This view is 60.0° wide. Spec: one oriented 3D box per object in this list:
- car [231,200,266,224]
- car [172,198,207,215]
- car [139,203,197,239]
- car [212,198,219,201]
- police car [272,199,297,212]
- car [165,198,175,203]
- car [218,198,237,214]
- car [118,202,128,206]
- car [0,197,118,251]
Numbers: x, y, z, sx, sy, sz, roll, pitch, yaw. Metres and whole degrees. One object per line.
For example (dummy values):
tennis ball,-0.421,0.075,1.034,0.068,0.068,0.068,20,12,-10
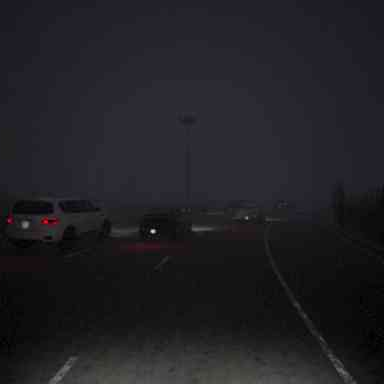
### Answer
car,4.548,1.585,25.441,1.812,1.442,4.674,0,0,18
car,0.079,1.619,33.547,1.812,1.442,4.674,0,0,22
car,-1.267,1.535,17.518,1.837,1.490,4.892,0,0,12
car,4.988,1.865,62.770,1.994,1.385,4.181,0,-1,38
police car,11.463,1.635,40.904,2.038,1.542,4.974,0,0,30
car,-2.876,1.782,57.964,1.812,1.442,4.674,0,-1,34
car,4.948,1.597,35.962,2.128,1.511,4.902,0,0,24
car,-7.670,1.653,33.418,1.994,1.385,4.181,0,0,21
car,-5.461,1.237,14.471,2.150,2.045,5.566,0,0,10
